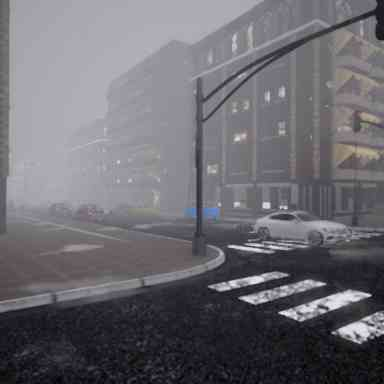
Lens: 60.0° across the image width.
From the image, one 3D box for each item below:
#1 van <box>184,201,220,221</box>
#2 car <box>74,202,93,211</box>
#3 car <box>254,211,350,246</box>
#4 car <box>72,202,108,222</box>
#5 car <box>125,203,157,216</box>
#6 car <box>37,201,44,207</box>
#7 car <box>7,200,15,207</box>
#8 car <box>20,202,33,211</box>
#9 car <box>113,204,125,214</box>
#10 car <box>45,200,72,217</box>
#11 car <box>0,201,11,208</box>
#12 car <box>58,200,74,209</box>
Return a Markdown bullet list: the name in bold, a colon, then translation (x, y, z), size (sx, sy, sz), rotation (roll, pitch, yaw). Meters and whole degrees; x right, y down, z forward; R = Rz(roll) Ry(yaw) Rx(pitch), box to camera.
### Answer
- **van**: translation (0.855, 1.716, 31.365), size (1.690, 1.788, 3.998), rotation (-1, 0, -36)
- **car**: translation (-19.177, 2.462, 58.861), size (1.752, 1.417, 4.829), rotation (-1, 0, -36)
- **car**: translation (4.976, 1.622, 15.716), size (1.812, 1.442, 4.674), rotation (0, -2, -36)
- **car**: translation (-9.324, 1.889, 30.979), size (1.967, 1.590, 4.097), rotation (-1, 0, -36)
- **car**: translation (-5.978, 2.088, 40.555), size (1.752, 1.417, 4.829), rotation (-1, 0, -36)
- **car**: translation (-38.874, 3.063, 86.181), size (1.947, 1.339, 4.313), rotation (-1, 0, -36)
- **car**: translation (-42.325, 2.699, 76.744), size (2.192, 1.841, 5.009), rotation (-1, 0, -36)
- **car**: translation (-29.021, 2.531, 58.299), size (1.752, 1.417, 4.829), rotation (-1, 0, -36)
- **car**: translation (-9.177, 2.219, 44.993), size (1.947, 1.339, 4.313), rotation (-1, 0, -36)
- **car**: translation (-15.924, 2.075, 40.131), size (1.967, 1.590, 4.097), rotation (-1, 0, -36)
- **car**: translation (-45.520, 3.001, 81.181), size (1.752, 1.417, 4.829), rotation (-1, 0, -36)
- **car**: translation (-25.678, 2.561, 67.876), size (1.967, 1.590, 4.097), rotation (-1, 0, -36)
